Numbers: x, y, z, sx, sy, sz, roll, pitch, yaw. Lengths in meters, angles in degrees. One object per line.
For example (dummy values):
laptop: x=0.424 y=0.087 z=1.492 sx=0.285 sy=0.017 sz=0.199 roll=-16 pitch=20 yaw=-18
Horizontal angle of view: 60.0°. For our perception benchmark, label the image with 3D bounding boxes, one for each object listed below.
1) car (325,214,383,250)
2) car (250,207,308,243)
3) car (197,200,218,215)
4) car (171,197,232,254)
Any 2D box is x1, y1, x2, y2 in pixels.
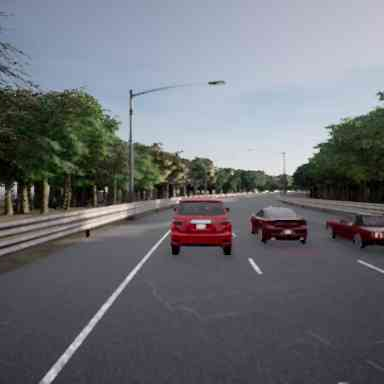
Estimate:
car: x=7.425 y=1.594 z=14.296 sx=1.895 sy=1.301 sz=4.718 roll=0 pitch=0 yaw=2
car: x=3.998 y=1.467 z=15.962 sx=1.882 sy=1.535 sz=5.008 roll=0 pitch=0 yaw=2
car: x=1.679 y=1.538 z=34.157 sx=1.994 sy=1.385 sz=4.181 roll=0 pitch=0 yaw=5
car: x=0.392 y=1.210 z=13.541 sx=2.150 sy=2.045 sz=5.566 roll=0 pitch=0 yaw=2
